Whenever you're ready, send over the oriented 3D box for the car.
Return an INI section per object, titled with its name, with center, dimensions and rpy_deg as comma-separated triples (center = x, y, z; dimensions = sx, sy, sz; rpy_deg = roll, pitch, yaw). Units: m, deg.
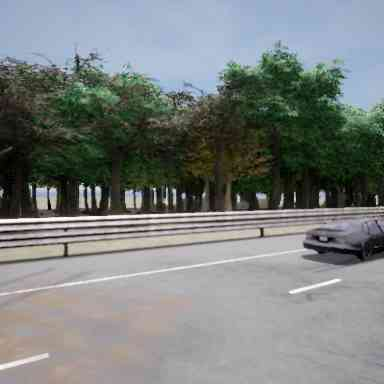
[car]
center = 6.553, 1.672, 12.830
dimensions = 5.357, 1.411, 2.033
rpy_deg = 1, 0, -35
